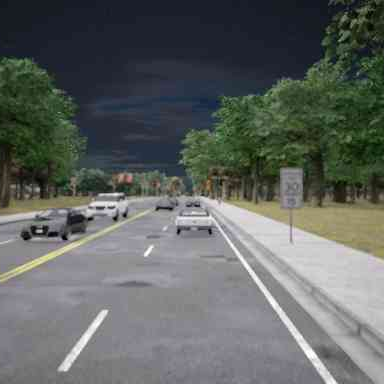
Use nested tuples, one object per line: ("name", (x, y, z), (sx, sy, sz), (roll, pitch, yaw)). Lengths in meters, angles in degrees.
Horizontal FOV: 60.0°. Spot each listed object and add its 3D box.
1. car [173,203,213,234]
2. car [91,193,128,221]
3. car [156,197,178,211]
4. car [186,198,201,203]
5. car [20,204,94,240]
("car", (0.123, 1.524, 18.698), (1.895, 1.301, 4.718), (0, 0, 0))
("car", (-6.545, 1.118, 26.470), (2.150, 2.045, 5.566), (0, 0, 1))
("car", (-3.106, 1.444, 39.085), (1.994, 1.385, 4.181), (0, 0, 1))
("car", (0.155, 1.483, 42.927), (1.895, 1.301, 4.718), (0, 0, 0))
("car", (-6.565, 1.493, 16.326), (1.994, 1.385, 4.181), (0, 0, 0))
